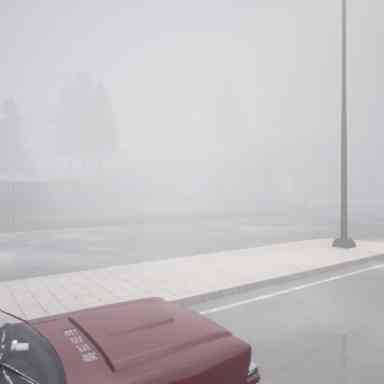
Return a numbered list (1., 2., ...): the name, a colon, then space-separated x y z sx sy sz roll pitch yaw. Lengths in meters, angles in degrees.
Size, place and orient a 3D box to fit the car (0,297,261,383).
1. car: -1.697 1.600 2.534 4.718 1.301 1.895 0 0 -35
